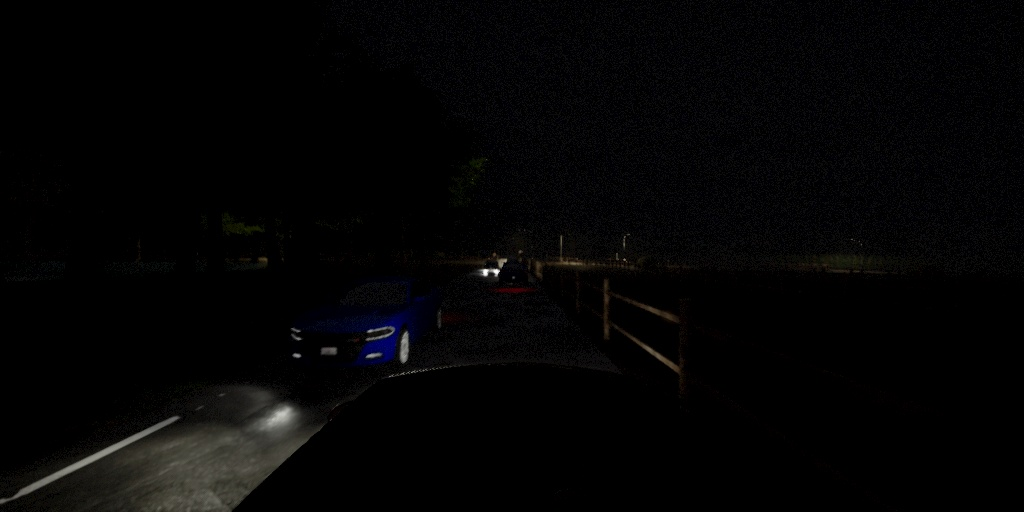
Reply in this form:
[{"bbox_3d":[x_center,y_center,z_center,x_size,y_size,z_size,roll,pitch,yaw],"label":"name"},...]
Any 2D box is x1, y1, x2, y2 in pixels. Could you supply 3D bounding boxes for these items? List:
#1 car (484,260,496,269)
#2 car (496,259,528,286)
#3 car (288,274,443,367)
[{"bbox_3d":[-2.833,1.147,49.578,1.895,1.301,4.718,0,0,0],"label":"car"},{"bbox_3d":[0.089,1.140,24.437,1.882,1.535,5.008,0,0,0],"label":"car"},{"bbox_3d":[-2.850,1.206,8.078,1.882,1.535,5.008,0,0,0],"label":"car"}]
